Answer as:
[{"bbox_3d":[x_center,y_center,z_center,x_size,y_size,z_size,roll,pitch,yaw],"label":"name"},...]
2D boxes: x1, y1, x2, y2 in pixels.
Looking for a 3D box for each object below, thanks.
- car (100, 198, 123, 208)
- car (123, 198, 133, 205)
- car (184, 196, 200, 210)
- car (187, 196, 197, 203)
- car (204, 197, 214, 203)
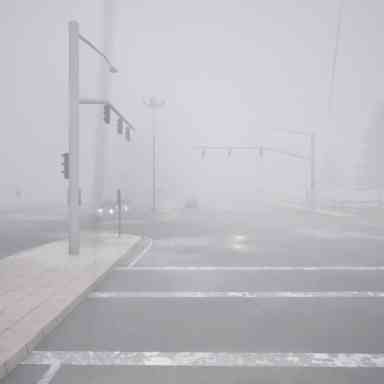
[{"bbox_3d":[-11.572,1.601,47.166,1.895,1.301,4.718,0,0,1],"label":"car"},{"bbox_3d":[-11.568,1.601,57.168,1.895,1.301,4.718,0,0,0],"label":"car"},{"bbox_3d":[-0.029,1.526,43.519,1.812,1.442,4.674,0,0,0],"label":"car"},{"bbox_3d":[-0.045,1.564,68.954,1.994,1.385,4.181,0,0,0],"label":"car"},{"bbox_3d":[3.455,1.601,68.987,1.895,1.301,4.718,0,0,0],"label":"car"}]
